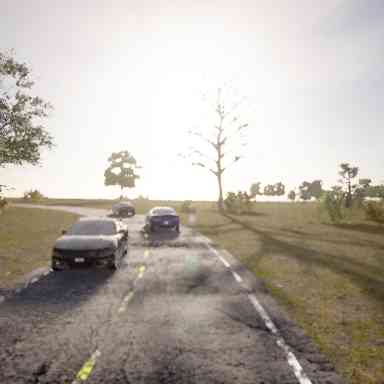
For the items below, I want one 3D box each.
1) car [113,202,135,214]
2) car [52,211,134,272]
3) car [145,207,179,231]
[{"bbox_3d":[-8.327,1.994,40.429,1.837,1.490,4.892,1,-1,-26],"label":"car"},{"bbox_3d":[-3.323,1.638,11.681,1.882,1.535,5.008,0,-1,-5],"label":"car"},{"bbox_3d":[-2.134,1.784,23.073,1.882,1.535,5.008,1,-1,-13],"label":"car"}]
